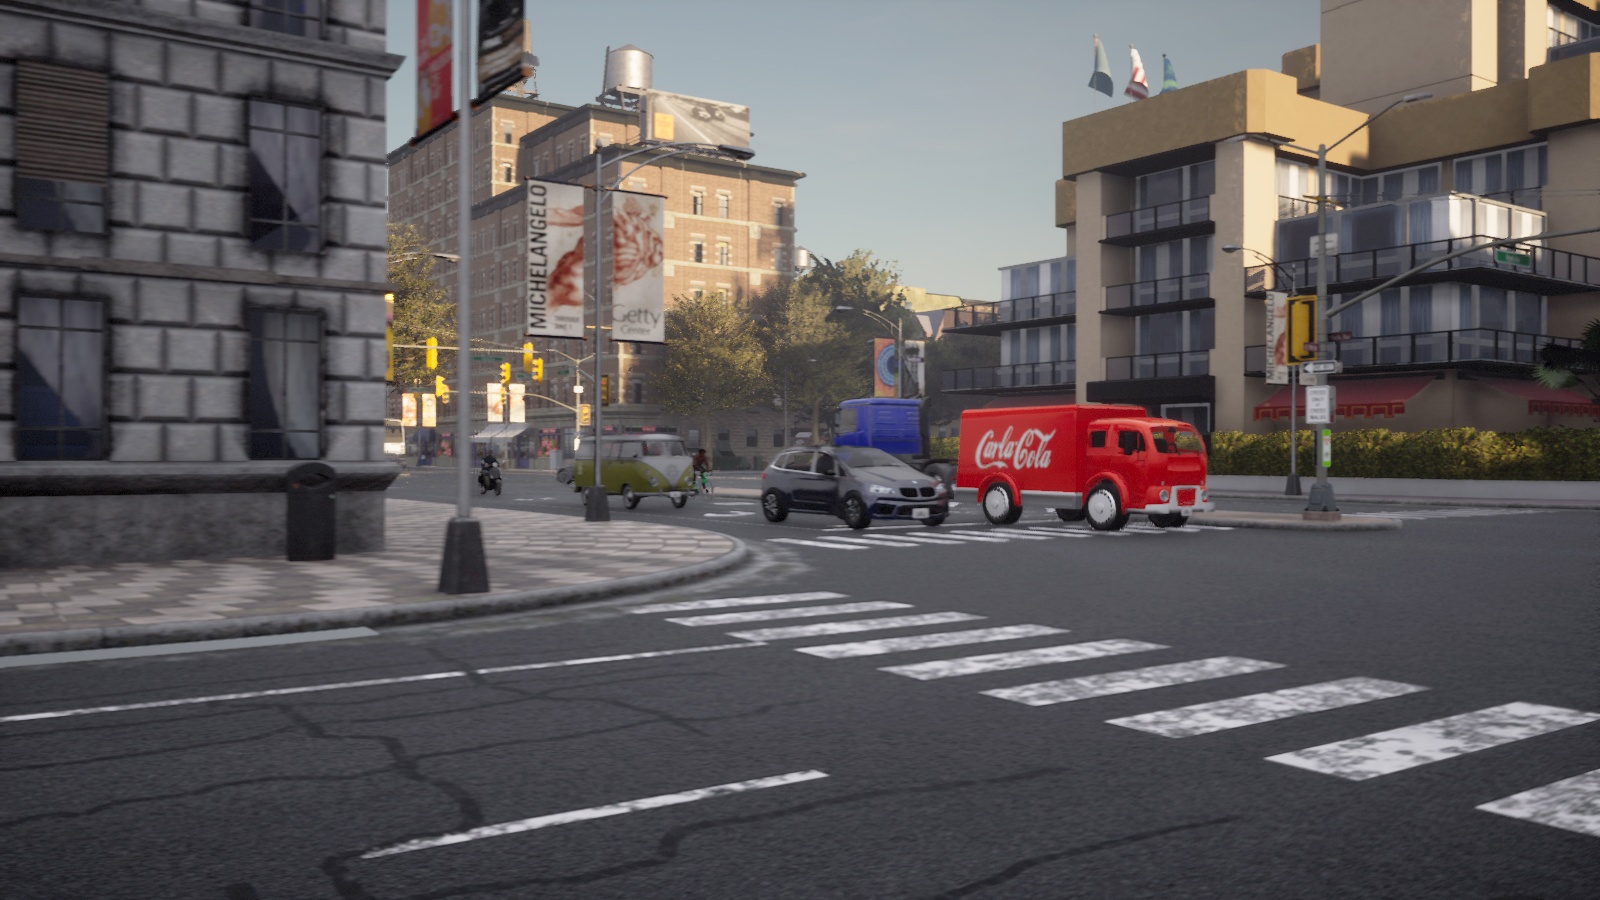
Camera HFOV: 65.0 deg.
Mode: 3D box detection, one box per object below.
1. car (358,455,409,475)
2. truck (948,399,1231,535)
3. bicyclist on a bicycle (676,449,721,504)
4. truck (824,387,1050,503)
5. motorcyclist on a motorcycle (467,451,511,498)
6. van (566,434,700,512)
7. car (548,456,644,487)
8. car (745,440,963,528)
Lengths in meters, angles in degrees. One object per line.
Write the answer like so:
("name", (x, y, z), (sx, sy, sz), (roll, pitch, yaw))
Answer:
("car", (-30.032, 1.071, 90.544), (2.033, 1.411, 5.357), (0, 0, -35))
("truck", (5.757, 0.305, 25.616), (2.627, 2.467, 5.204), (0, 0, -35))
("bicyclist on a bicycle", (-3.094, 0.795, 38.227), (0.582, 1.620, 1.656), (0, 0, -35))
("truck", (4.317, -0.148, 41.593), (2.891, 3.462, 7.936), (0, 0, -35))
("motorcyclist on a motorcycle", (-10.613, 0.823, 42.850), (0.866, 1.590, 1.817), (0, 0, -35))
("van", (-4.626, 0.589, 34.317), (1.775, 1.987, 4.442), (0, 0, -35))
("car", (-9.483, 0.967, 58.262), (4.181, 1.385, 1.994), (0, 0, 34))
("car", (1.013, 0.649, 26.287), (2.242, 1.667, 4.611), (0, 0, -34))
